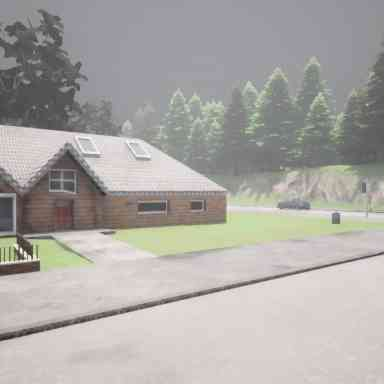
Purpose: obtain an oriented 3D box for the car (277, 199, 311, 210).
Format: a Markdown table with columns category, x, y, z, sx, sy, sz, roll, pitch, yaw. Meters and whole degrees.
| category | x | y | z | sx | sy | sz | roll | pitch | yaw |
| --- | --- | --- | --- | --- | --- | --- | --- | --- | --- |
| car | 12.850 | 1.564 | 42.204 | 1.994 | 1.385 | 4.181 | 0 | 0 | -35 |
